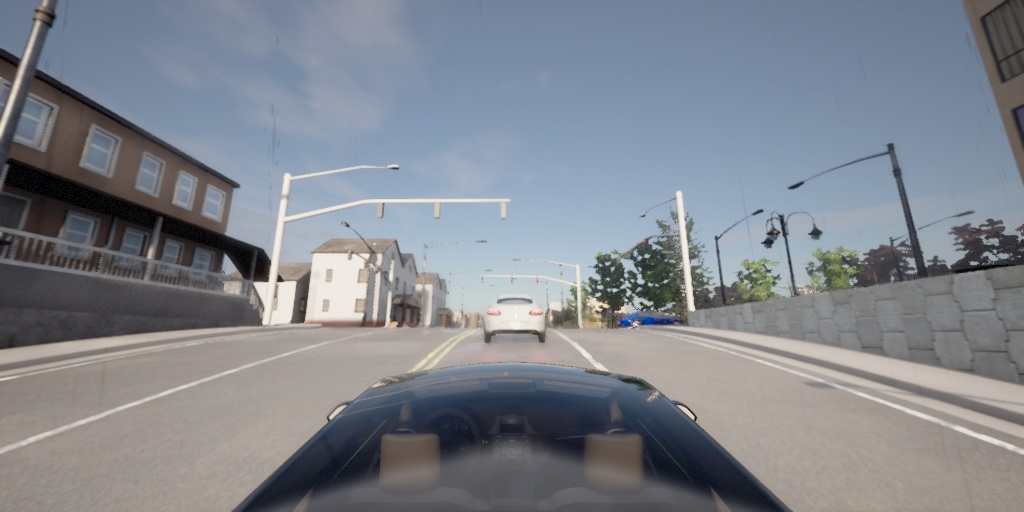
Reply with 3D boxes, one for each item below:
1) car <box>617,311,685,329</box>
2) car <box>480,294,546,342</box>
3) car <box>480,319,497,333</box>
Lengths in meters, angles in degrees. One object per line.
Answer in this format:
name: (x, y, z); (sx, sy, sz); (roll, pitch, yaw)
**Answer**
car: (10.719, 4.991, 27.682); (5.008, 1.535, 1.882); (0, -13, -1)
car: (0.088, 2.030, 12.062); (1.812, 1.442, 4.674); (0, -8, 0)
car: (-3.587, 10.798, 54.985); (2.150, 2.045, 5.566); (0, -13, 0)
